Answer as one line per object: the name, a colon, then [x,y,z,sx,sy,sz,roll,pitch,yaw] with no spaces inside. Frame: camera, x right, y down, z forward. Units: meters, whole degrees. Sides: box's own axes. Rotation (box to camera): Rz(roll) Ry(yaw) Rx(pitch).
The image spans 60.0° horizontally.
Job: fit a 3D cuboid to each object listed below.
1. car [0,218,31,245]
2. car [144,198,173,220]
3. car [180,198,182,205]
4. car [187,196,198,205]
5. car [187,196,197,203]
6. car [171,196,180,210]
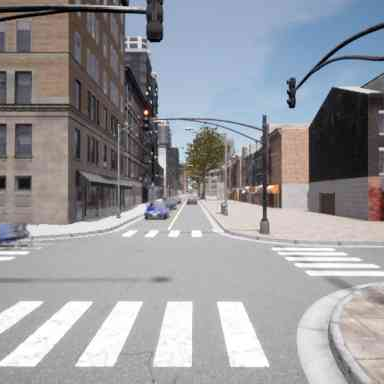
car: [-9.413,1.509,13.216,5.357,1.411,2.033,0,0,-4]
car: [-2.886,1.510,28.131,1.812,1.442,4.674,0,0,0]
car: [-2.821,1.513,60.032,1.812,1.442,4.674,0,0,0]
car: [0.028,1.524,58.962,2.033,1.411,5.357,0,0,1]
car: [0.021,1.542,69.244,1.994,1.385,4.181,0,0,0]
car: [-2.894,1.484,41.592,1.837,1.490,4.892,0,0,0]
